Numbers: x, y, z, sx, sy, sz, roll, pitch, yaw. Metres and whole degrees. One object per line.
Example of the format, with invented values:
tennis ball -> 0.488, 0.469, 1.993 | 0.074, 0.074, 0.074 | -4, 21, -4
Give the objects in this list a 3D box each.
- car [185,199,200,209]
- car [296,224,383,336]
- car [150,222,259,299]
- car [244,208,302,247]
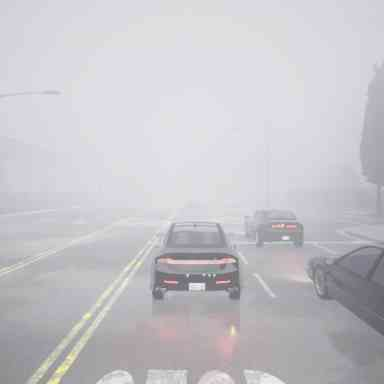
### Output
car -> 0.023, 1.601, 44.132 | 1.895, 1.301, 4.718 | 0, 0, 0
car -> 3.591, 1.547, 5.370 | 2.033, 1.411, 5.357 | 0, 0, 0
car -> 0.086, 1.492, 8.417 | 2.128, 1.511, 4.902 | 0, 0, 0
car -> 3.574, 1.505, 15.116 | 1.837, 1.490, 4.892 | 0, 0, 0
